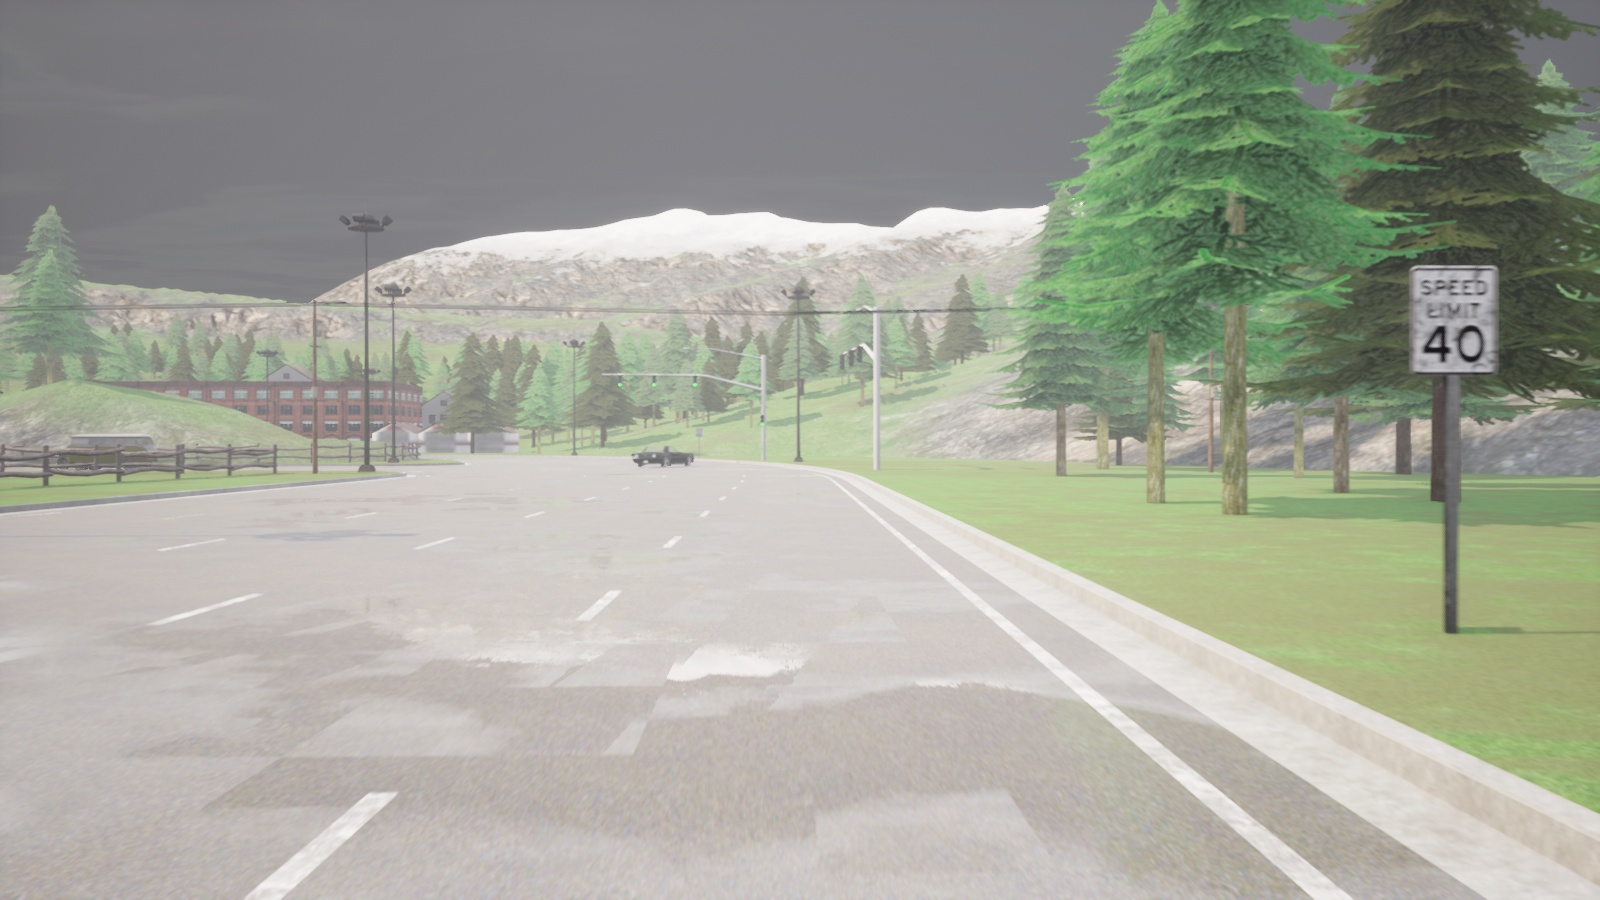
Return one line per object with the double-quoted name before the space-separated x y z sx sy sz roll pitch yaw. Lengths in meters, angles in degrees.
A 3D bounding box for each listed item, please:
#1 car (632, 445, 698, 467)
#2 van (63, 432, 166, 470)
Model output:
"car" -8.160 0.347 76.096 1.895 1.301 4.718 0 0 23
"van" -36.272 0.048 66.505 4.442 1.987 1.775 0 0 -1
